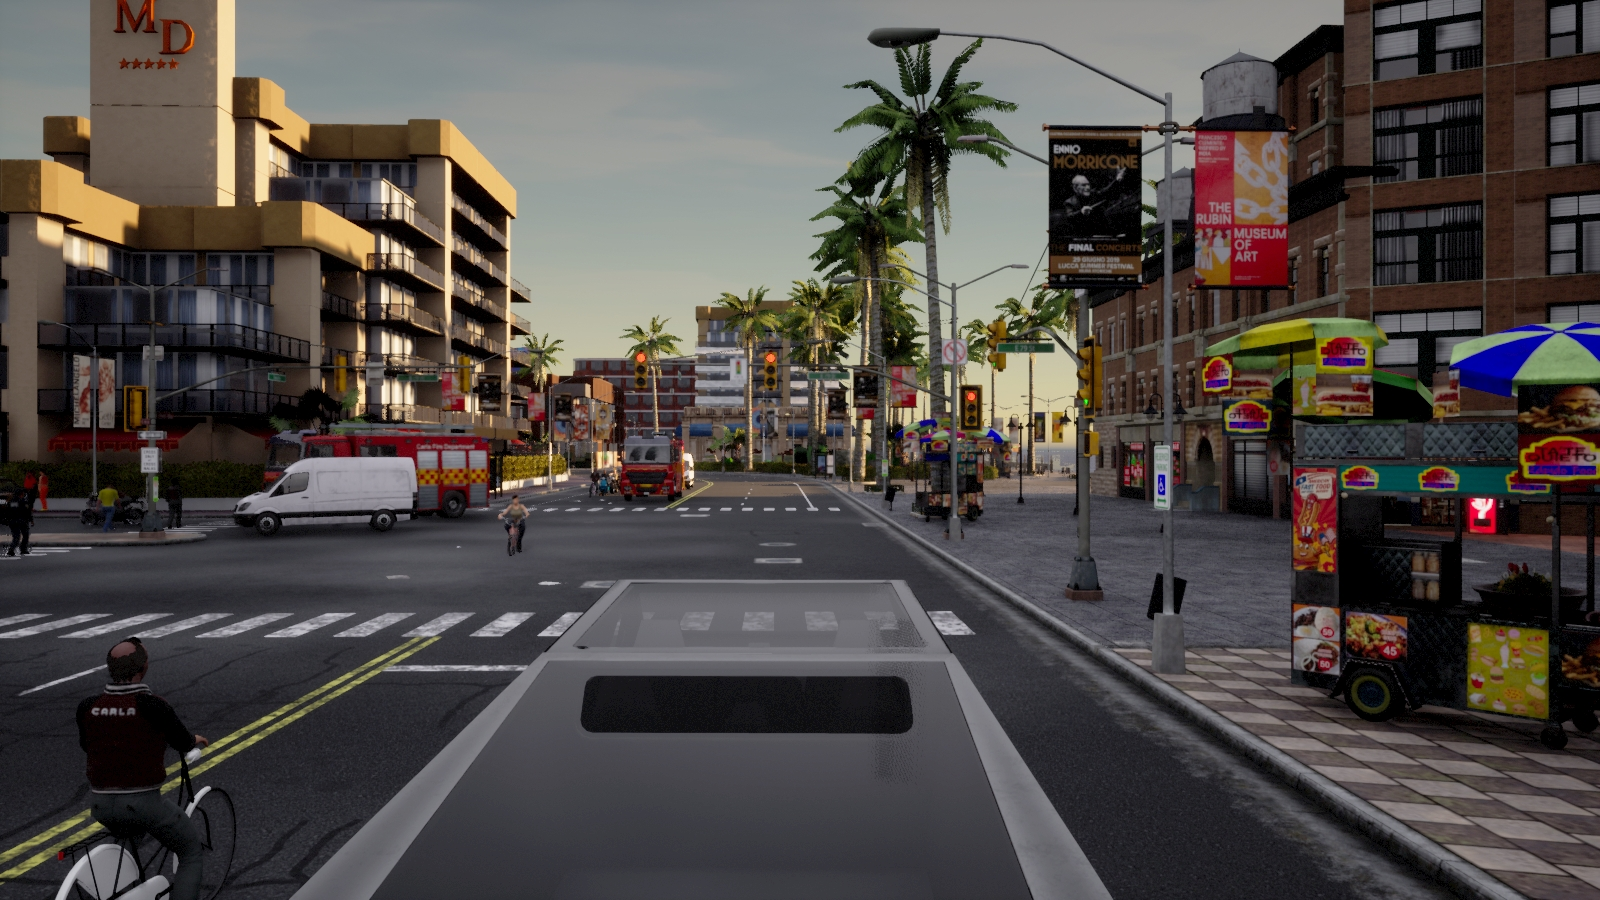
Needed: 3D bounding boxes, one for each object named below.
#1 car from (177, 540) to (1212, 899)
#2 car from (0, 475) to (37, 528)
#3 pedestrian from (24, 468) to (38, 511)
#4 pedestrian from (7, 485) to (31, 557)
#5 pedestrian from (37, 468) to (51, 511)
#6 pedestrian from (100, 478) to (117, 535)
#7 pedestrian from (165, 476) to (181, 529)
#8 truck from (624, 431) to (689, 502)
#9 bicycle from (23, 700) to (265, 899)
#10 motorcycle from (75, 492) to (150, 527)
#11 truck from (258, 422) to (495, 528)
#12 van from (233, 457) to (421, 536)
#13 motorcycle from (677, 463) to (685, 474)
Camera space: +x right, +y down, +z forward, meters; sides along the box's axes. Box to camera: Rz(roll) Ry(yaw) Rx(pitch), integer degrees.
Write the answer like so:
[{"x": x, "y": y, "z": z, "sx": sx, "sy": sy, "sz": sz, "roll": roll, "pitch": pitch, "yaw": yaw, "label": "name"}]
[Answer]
[{"x": -0.214, "y": 1.754, "z": 5.773, "sx": 2.390, "sy": 2.098, "sz": 6.274, "roll": 0, "pitch": 0, "yaw": 1, "label": "car"}, {"x": -31.075, "y": 1.864, "z": 42.073, "sx": 4.605, "sy": 1.855, "sz": 1.932, "roll": 0, "pitch": 0, "yaw": -2, "label": "car"}, {"x": -33.115, "y": 1.696, "z": 49.172, "sx": 0.375, "sy": 1.860, "sz": 0.375, "roll": 0, "pitch": 0, "yaw": -8, "label": "pedestrian"}, {"x": -20.501, "y": 1.849, "z": 29.984, "sx": 0.375, "sy": 1.860, "sz": 0.375, "roll": 0, "pitch": 0, "yaw": -2, "label": "pedestrian"}, {"x": -32.469, "y": 1.696, "z": 49.091, "sx": 0.375, "sy": 1.860, "sz": 0.375, "roll": 0, "pitch": 0, "yaw": -3, "label": "pedestrian"}, {"x": -22.741, "y": 1.848, "z": 37.588, "sx": 0.375, "sy": 1.860, "sz": 0.375, "roll": 0, "pitch": 0, "yaw": -11, "label": "pedestrian"}, {"x": -22.126, "y": 1.848, "z": 40.346, "sx": 0.375, "sy": 1.860, "sz": 0.375, "roll": 0, "pitch": 0, "yaw": -3, "label": "pedestrian"}, {"x": -8.113, "y": 0.890, "z": 65.657, "sx": 2.891, "sy": 3.827, "sz": 8.468, "roll": 0, "pitch": 0, "yaw": -1, "label": "truck"}, {"x": -3.625, "y": 2.210, "z": 6.485, "sx": 0.329, "sy": 1.171, "sz": 1.835, "roll": 0, "pitch": 0, "yaw": 0, "label": "bicycle"}, {"x": -25.459, "y": 2.205, "z": 42.333, "sx": 2.209, "sy": 1.251, "sz": 0.867, "roll": 0, "pitch": 0, "yaw": -5, "label": "motorcycle"}, {"x": -16.583, "y": 0.888, "z": 45.387, "sx": 2.891, "sy": 3.827, "sz": 8.468, "roll": 0, "pitch": 0, "yaw": 40, "label": "truck"}, {"x": -16.445, "y": 1.534, "z": 39.816, "sx": 5.915, "sy": 2.561, "sz": 1.988, "roll": 0, "pitch": 0, "yaw": -27, "label": "van"}, {"x": -14.189, "y": 2.182, "z": 136.549, "sx": 0.856, "sy": 1.236, "sz": 1.805, "roll": 0, "pitch": 0, "yaw": -1, "label": "motorcycle"}]
